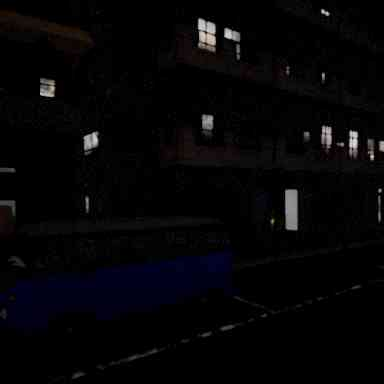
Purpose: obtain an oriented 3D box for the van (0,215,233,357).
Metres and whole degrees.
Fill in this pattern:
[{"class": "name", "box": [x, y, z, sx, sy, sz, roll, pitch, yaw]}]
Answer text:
[{"class": "van", "box": [-1.149, 1.342, 5.746, 3.998, 1.788, 1.690, 0, 0, -35]}]
